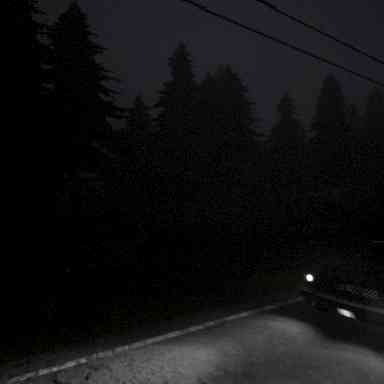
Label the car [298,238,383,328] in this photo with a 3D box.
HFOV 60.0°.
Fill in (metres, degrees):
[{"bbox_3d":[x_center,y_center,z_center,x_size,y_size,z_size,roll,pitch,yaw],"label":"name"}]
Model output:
[{"bbox_3d":[4.265,1.602,6.490,4.718,1.301,1.895,0,0,-34],"label":"car"}]
